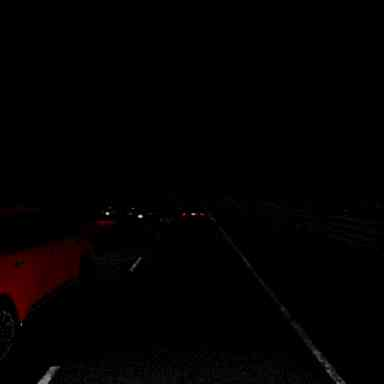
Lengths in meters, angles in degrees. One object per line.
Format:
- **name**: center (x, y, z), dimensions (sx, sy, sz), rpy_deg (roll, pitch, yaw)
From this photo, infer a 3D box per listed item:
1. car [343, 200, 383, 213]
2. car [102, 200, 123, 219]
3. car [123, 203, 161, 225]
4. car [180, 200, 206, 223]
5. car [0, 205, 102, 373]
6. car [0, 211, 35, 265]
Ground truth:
- **car**: center (20.651, 1.724, 40.052), dimensions (2.033, 1.411, 5.357), rpy_deg (0, 0, -19)
- **car**: center (-6.907, 1.514, 29.612), dimensions (1.837, 1.490, 4.892), rpy_deg (0, 0, 0)
- **car**: center (-3.408, 1.575, 23.983), dimensions (1.994, 1.385, 4.181), rpy_deg (0, 0, 0)
- **car**: center (0.090, 1.559, 25.243), dimensions (2.033, 1.411, 5.357), rpy_deg (0, 0, 0)
- **car**: center (-3.402, 1.221, 5.610), dimensions (2.150, 2.045, 5.566), rpy_deg (0, 0, 0)
- **car**: center (-6.908, 1.459, 9.918), dimensions (2.128, 1.511, 4.902), rpy_deg (0, 0, 0)
